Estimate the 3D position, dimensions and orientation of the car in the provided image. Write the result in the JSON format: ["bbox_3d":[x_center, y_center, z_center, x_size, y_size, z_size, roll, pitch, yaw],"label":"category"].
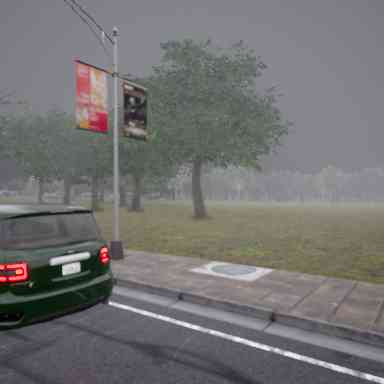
[{"bbox_3d":[-3.948,1.231,6.458,5.566,2.045,2.150,0,0,36],"label":"car"}]
